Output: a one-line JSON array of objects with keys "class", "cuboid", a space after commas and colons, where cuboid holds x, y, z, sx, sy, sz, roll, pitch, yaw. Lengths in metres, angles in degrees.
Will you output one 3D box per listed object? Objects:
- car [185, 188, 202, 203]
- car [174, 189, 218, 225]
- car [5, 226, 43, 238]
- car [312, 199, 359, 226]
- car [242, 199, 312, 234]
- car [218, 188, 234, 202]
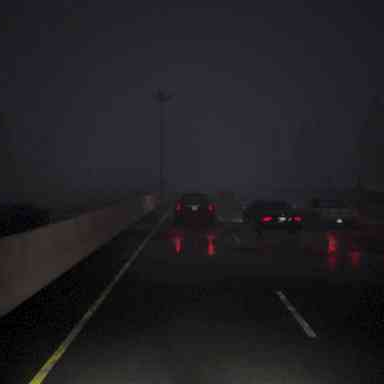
[{"class": "car", "cuboid": [0.130, 0.369, 37.234, 1.812, 1.442, 4.674, 0, 2, 0]}, {"class": "car", "cuboid": [0.124, 0.771, 18.625, 2.097, 1.767, 4.553, 0, 2, 0]}, {"class": "car", "cuboid": [-7.084, 1.093, 12.254, 1.882, 1.535, 5.008, 0, 2, 0]}, {"class": "car", "cuboid": [7.123, 1.032, 18.241, 1.895, 1.301, 4.718, 0, 2, 0]}, {"class": "car", "cuboid": [3.620, 1.055, 15.760, 2.033, 1.411, 5.357, 0, 2, 0]}, {"class": "car", "cuboid": [3.643, 0.306, 37.715, 1.882, 1.535, 5.008, 0, 2, 0]}]
